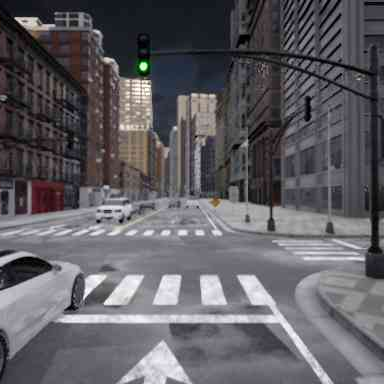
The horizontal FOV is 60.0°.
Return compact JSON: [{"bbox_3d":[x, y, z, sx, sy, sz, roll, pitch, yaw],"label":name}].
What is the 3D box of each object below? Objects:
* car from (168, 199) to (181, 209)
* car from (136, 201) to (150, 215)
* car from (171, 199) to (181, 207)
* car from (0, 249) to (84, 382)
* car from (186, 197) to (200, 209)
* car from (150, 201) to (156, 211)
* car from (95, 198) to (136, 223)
[{"bbox_3d":[-3.109,2.127,57.657,2.033,1.411,5.357,0,-1,0],"label":"car"},{"bbox_3d":[-6.573,1.887,38.622,2.128,1.511,4.902,0,-1,0],"label":"car"},{"bbox_3d":[-3.195,2.186,68.253,1.837,1.490,4.892,0,-1,0],"label":"car"},{"bbox_3d":[-3.134,1.581,5.006,1.812,1.442,4.674,0,-1,0],"label":"car"},{"bbox_3d":[0.085,1.793,56.878,2.150,2.045,5.566,0,-1,0],"label":"car"},{"bbox_3d":[-6.551,2.061,50.940,2.033,1.411,5.357,0,0,0],"label":"car"},{"bbox_3d":[-6.585,1.520,28.607,2.150,2.045,5.566,0,-1,0],"label":"car"}]
